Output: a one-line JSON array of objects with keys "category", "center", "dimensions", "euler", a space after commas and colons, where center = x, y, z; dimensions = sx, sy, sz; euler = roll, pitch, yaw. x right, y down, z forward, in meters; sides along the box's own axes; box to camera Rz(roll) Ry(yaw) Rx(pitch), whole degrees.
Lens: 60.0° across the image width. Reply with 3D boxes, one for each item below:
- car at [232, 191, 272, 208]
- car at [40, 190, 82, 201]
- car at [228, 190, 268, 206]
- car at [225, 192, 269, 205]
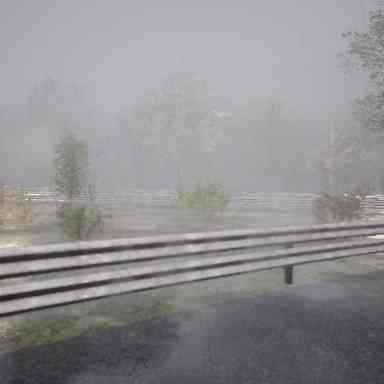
[{"category": "car", "center": [6.217, 0.881, 36.109], "dimensions": [5.008, 1.535, 1.882], "euler": [1, 2, 7]}, {"category": "car", "center": [-15.175, 0.372, 38.657], "dimensions": [4.718, 1.301, 1.895], "euler": [1, 2, 7]}, {"category": "car", "center": [6.572, 0.663, 39.588], "dimensions": [4.553, 1.767, 2.097], "euler": [1, 2, 7]}, {"category": "car", "center": [7.044, 0.775, 43.058], "dimensions": [5.357, 1.411, 2.033], "euler": [1, 2, 7]}]
